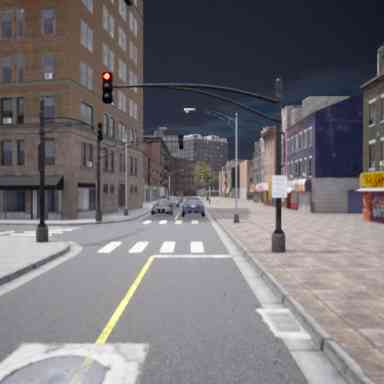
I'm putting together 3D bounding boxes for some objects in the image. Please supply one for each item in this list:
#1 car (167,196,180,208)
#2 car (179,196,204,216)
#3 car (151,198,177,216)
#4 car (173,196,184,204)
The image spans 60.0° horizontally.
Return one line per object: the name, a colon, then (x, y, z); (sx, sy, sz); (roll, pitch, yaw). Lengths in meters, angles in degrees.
car: (-2.826, 1.361, 47.304); (2.097, 1.767, 4.553); (0, 0, 0)
car: (0.113, 1.356, 32.705); (2.097, 1.767, 4.553); (0, 0, 0)
car: (-2.837, 1.566, 32.340); (1.994, 1.385, 4.181); (0, 0, 0)
car: (-2.726, 1.569, 66.897); (2.033, 1.411, 5.357); (0, 0, 0)
